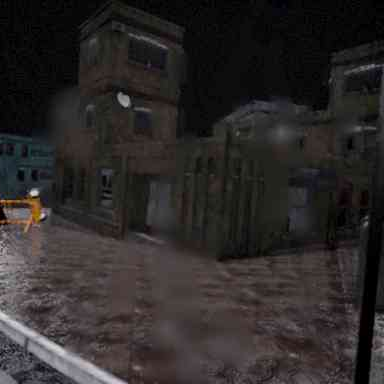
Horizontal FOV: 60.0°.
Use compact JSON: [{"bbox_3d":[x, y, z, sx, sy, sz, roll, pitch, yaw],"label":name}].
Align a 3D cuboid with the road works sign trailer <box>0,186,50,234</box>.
[{"bbox_3d":[-10.953,1.333,19.966,3.560,2.380,2.880,3,43,-6],"label":"road works sign trailer"}]
